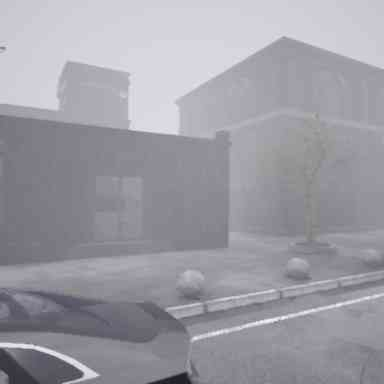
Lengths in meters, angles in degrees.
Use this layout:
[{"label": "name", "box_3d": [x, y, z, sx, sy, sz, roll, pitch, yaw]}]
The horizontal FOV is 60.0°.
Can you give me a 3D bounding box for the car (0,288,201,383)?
[{"label": "car", "box_3d": [-2.257, 1.538, 2.111, 4.902, 1.511, 2.128, 1, -1, -29]}]
